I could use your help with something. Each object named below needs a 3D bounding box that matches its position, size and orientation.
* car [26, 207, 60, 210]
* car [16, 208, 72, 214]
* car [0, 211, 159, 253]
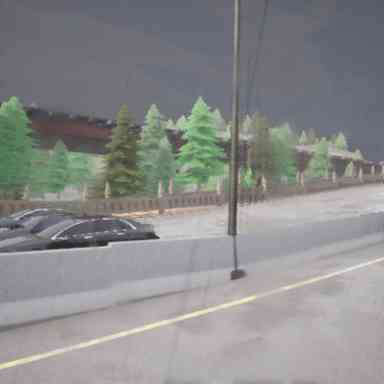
[{"bbox_3d":[-7.422,1.475,15.894,4.902,1.511,2.128,-1,0,-35],"label":"car"},{"bbox_3d":[-5.350,1.530,13.073,5.357,1.411,2.033,-1,0,-35],"label":"car"},{"bbox_3d":[-3.383,1.491,10.177,4.892,1.490,1.837,-1,0,-35],"label":"car"}]
